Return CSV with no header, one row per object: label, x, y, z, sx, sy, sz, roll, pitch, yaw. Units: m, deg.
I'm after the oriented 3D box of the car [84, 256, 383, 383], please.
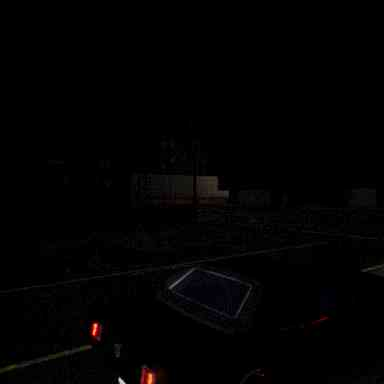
car,1.142,1.601,4.597,4.718,1.301,1.895,0,0,-36
